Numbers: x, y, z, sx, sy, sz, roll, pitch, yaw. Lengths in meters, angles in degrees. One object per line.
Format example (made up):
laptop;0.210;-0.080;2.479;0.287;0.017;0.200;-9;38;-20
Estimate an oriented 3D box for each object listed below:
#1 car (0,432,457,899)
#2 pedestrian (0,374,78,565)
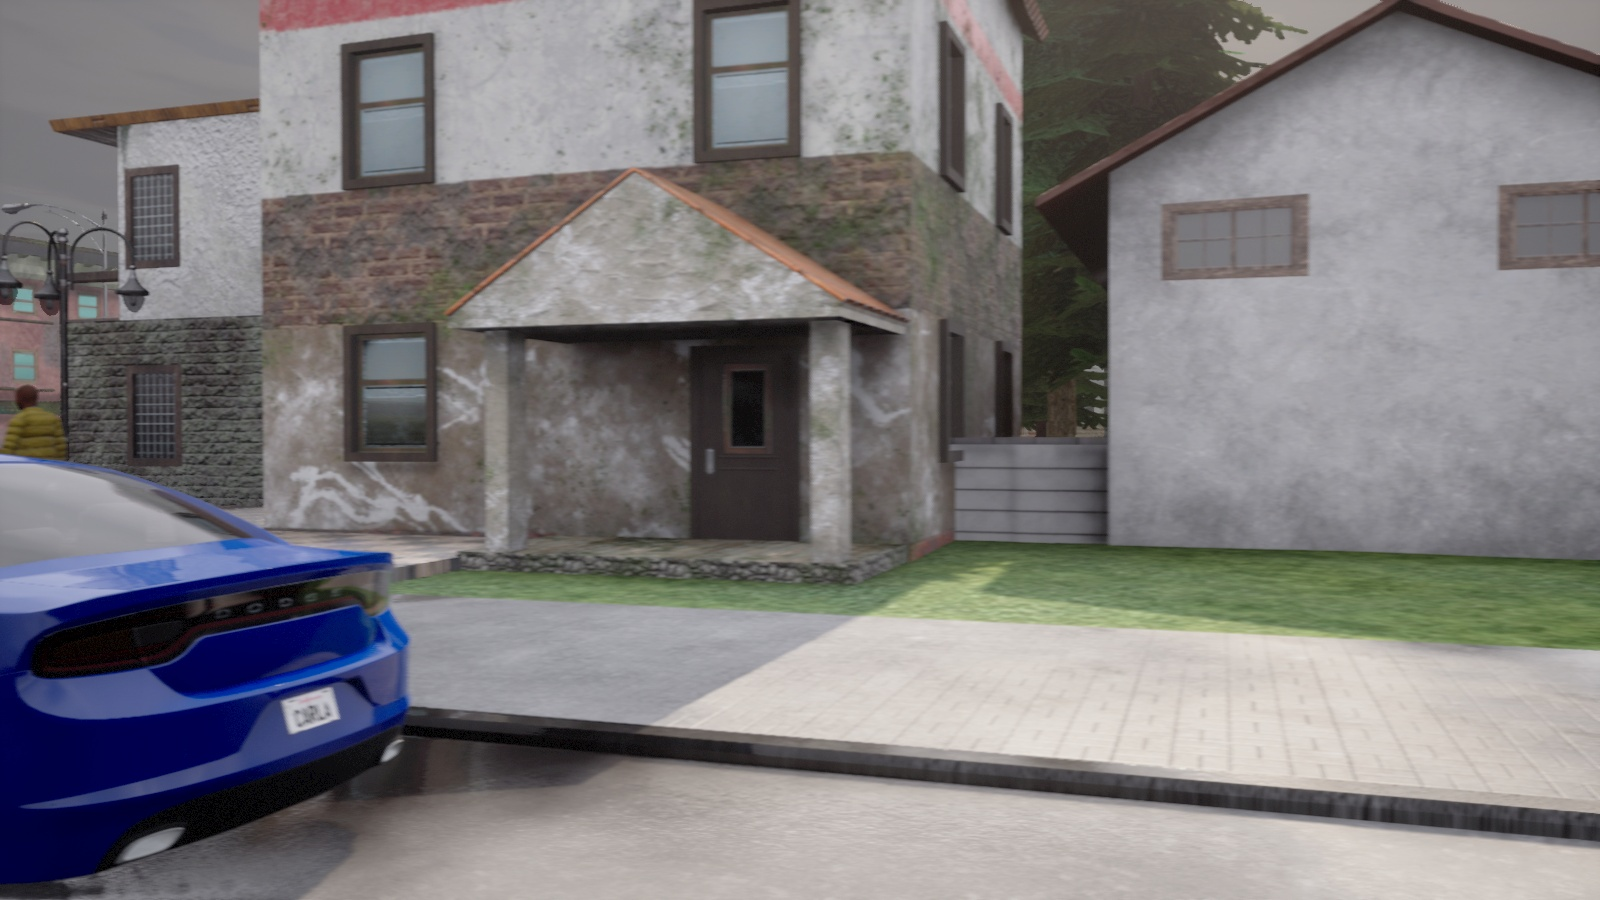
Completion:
car;-4.093;0.696;5.100;5.008;1.535;1.882;1;1;18
pedestrian;-7.547;0.184;12.350;0.726;1.835;0.370;1;1;16
